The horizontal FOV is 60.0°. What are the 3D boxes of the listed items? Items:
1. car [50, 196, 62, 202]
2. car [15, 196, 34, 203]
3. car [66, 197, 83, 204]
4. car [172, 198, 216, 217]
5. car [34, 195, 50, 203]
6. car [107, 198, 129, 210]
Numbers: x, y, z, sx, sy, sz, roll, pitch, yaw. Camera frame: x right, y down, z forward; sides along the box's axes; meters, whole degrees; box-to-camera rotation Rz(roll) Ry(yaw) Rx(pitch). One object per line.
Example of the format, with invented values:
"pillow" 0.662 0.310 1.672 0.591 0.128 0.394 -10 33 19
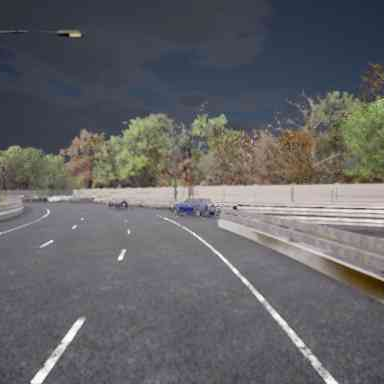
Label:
"car" -32.129 1.675 78.069 4.674 1.442 1.812 0 0 44
"car" -37.522 1.658 73.486 4.902 1.511 2.128 0 0 44
"car" -24.338 1.726 69.025 2.033 1.411 5.357 0 0 -39
"car" 0.107 1.352 32.215 4.553 1.767 2.097 0 0 45
"car" -35.008 1.490 75.923 4.553 1.767 2.097 0 0 44
"car" -10.340 1.579 46.411 1.812 1.442 4.674 0 0 -33
